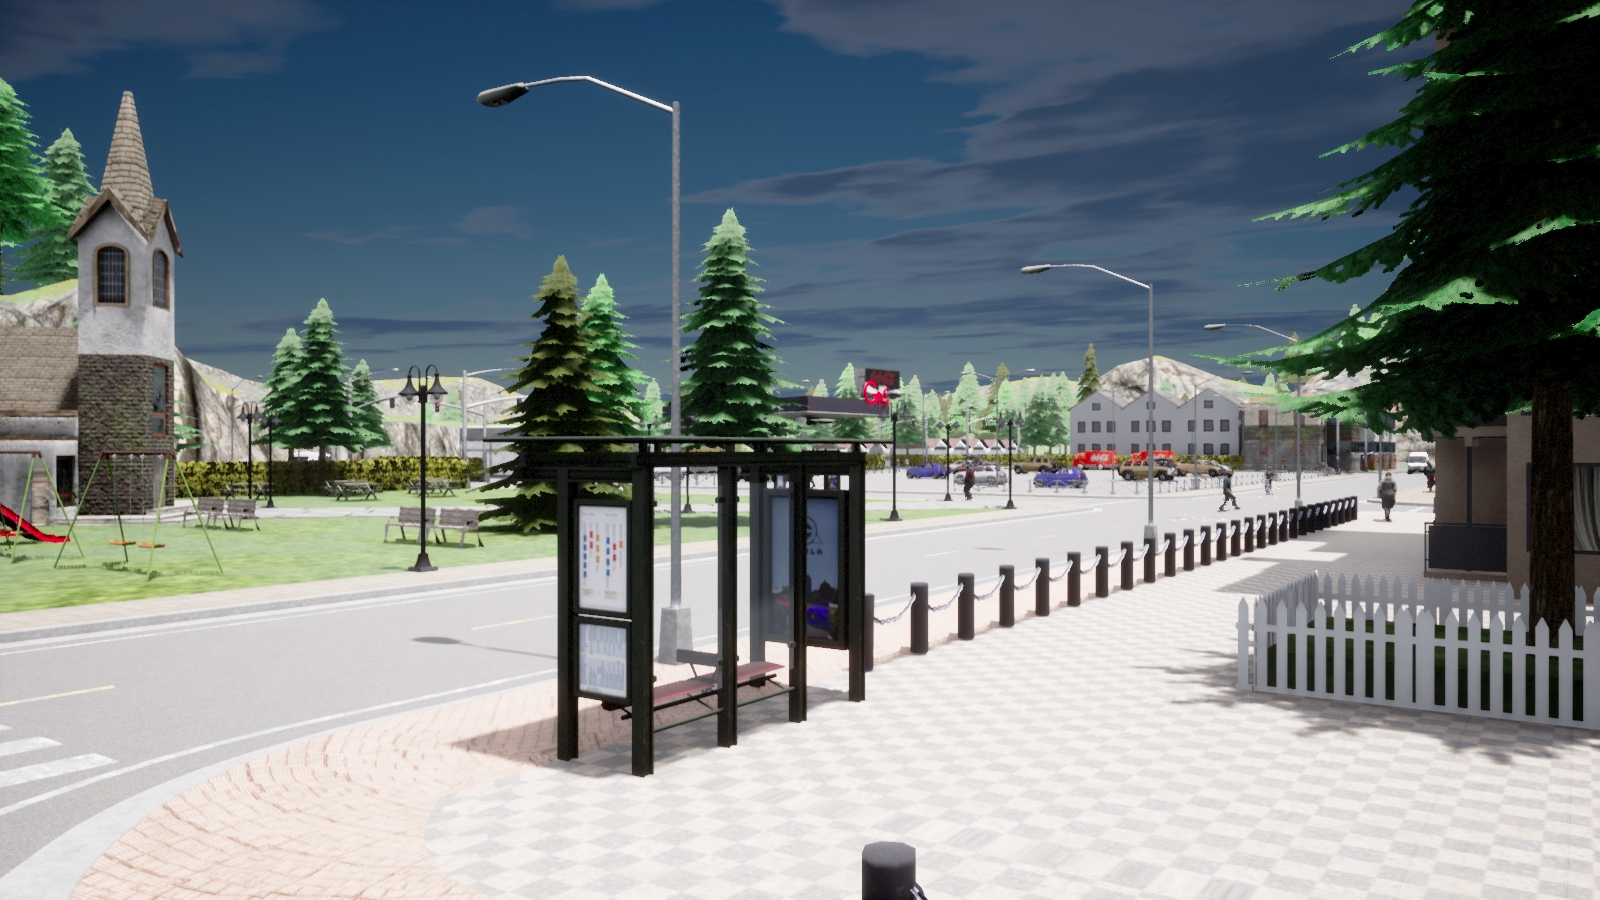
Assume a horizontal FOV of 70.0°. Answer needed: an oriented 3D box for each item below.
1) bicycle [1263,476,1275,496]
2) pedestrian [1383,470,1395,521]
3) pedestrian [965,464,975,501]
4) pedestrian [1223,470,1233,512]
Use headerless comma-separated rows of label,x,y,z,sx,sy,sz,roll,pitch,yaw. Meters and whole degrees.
bicycle,28.522,2.180,69.486,0.329,1.171,1.835,0,0,35
pedestrian,21.659,1.680,42.033,0.375,1.860,0.375,0,0,22
pedestrian,8.609,1.627,57.842,0.375,1.860,0.375,0,0,39
pedestrian,19.037,1.825,50.820,0.375,1.860,0.375,0,0,31
